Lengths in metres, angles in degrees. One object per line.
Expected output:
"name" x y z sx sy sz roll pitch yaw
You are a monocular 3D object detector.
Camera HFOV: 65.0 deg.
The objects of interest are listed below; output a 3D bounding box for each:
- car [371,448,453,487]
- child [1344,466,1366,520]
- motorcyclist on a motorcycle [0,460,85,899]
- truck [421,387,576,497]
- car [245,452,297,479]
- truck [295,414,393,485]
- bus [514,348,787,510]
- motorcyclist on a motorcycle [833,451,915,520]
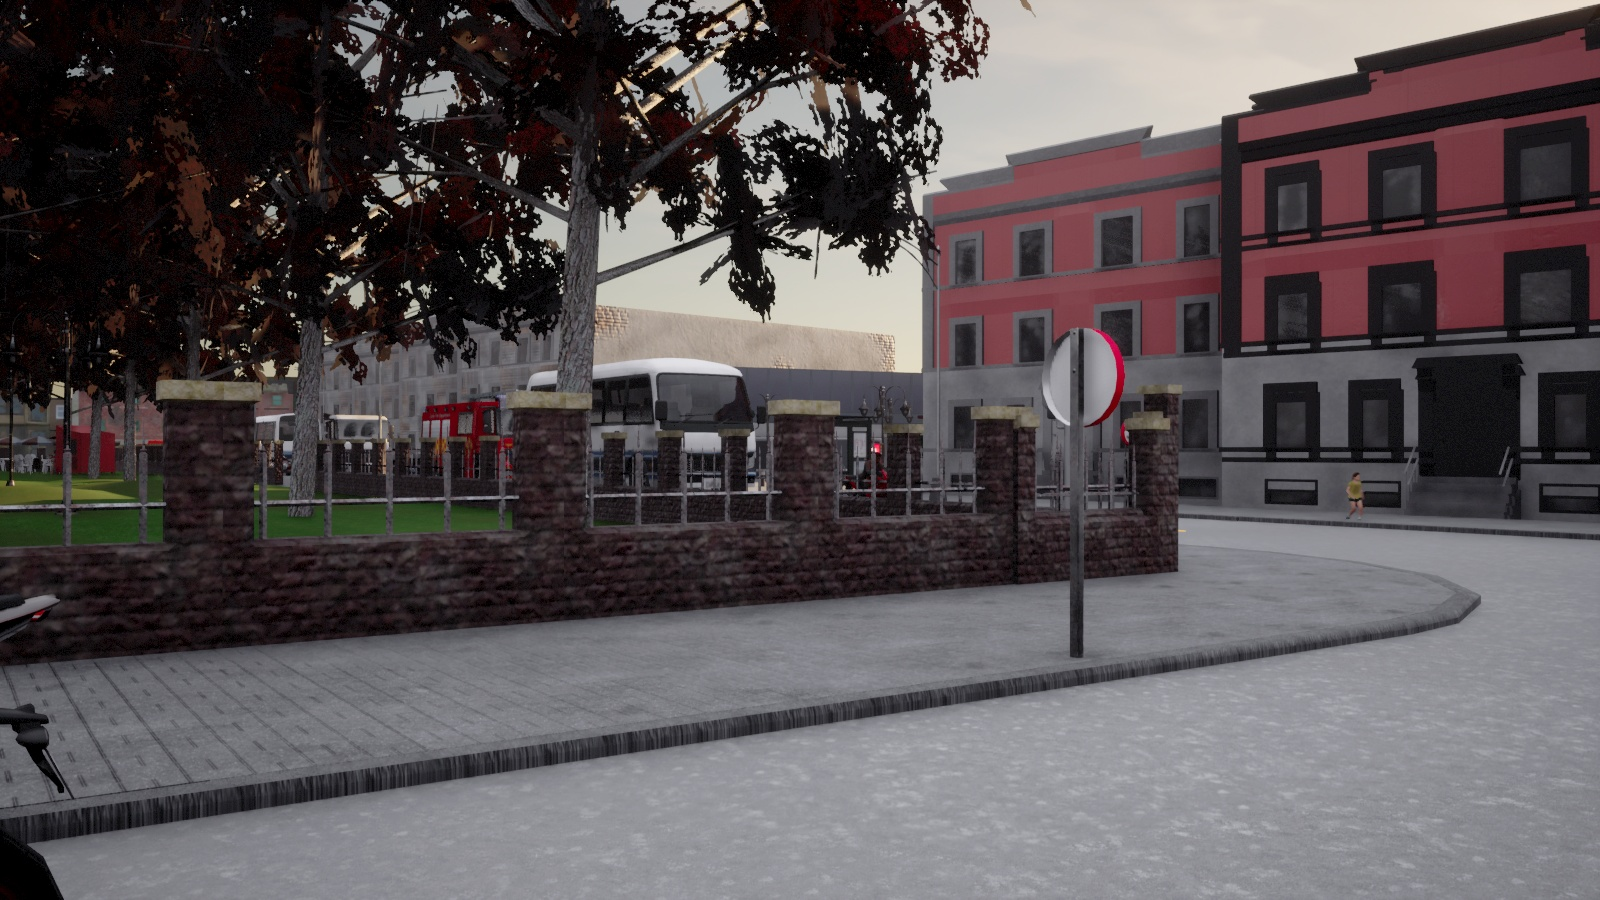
"car" -17.433 0.764 56.298 2.242 1.667 4.611 0 0 -35
"child" 11.642 0.898 26.335 0.255 1.110 0.394 0 0 -6
"motorcyclist on a motorcycle" -2.687 0.791 2.423 2.191 1.530 0.866 0 0 -36
"truck" -11.704 -0.278 48.073 2.891 3.827 8.468 0 0 -35
"car" -33.411 0.939 79.190 2.033 1.649 4.856 0 0 -35
"truck" -23.914 -0.026 65.594 2.891 3.462 7.936 0 0 -35
"bus" -4.915 -0.528 38.321 3.944 4.253 10.273 0 0 -34
"motorcyclist on a motorcycle" 1.688 0.794 28.856 0.797 1.523 2.044 0 0 -35
